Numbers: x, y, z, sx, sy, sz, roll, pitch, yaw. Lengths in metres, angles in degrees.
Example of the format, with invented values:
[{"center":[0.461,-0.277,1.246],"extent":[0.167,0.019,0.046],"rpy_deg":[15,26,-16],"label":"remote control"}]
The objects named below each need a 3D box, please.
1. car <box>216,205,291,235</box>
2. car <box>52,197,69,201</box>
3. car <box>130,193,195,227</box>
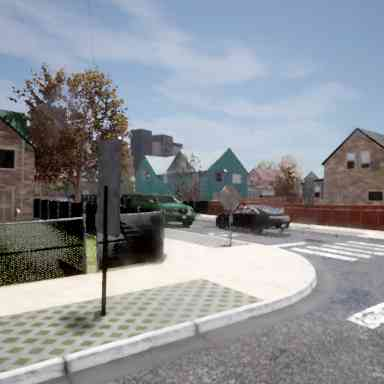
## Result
[{"center":[3.297,1.487,18.830],"extent":[2.128,1.511,4.902],"rpy_deg":[2,-1,-34],"label":"car"},{"center":[-15.971,1.364,40.484],"extent":[2.033,1.411,5.357],"rpy_deg":[2,-1,-36],"label":"car"},{"center":[-2.098,1.125,21.843],"extent":[2.150,2.045,5.566],"rpy_deg":[2,-1,-37],"label":"car"}]
